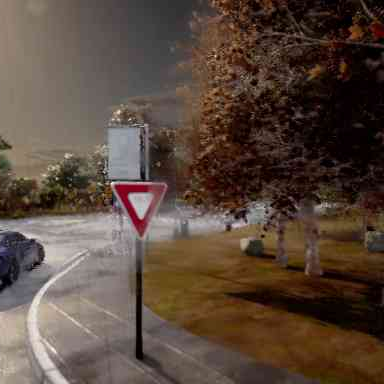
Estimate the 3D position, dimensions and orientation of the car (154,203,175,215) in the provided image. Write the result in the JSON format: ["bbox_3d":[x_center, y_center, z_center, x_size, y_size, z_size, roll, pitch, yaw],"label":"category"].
[{"bbox_3d":[-4.385,2.244,44.973,2.128,1.511,4.902,0,2,43],"label":"car"}]

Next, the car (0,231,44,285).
[{"bbox_3d":[-6.151,1.949,10.544,1.812,1.442,4.674,0,-2,-10],"label":"car"}]

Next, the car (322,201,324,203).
[{"bbox_3d":[23.704,1.425,57.640,1.895,1.301,4.718,0,2,43],"label":"car"}]
